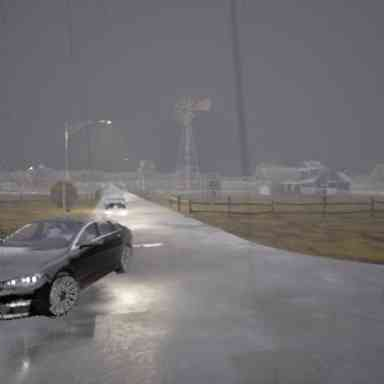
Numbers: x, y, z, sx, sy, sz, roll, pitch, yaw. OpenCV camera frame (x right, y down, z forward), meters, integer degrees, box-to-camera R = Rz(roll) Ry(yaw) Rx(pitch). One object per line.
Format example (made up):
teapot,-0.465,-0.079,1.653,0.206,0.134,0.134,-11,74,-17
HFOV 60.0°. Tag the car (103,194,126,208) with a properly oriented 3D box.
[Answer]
car,-7.186,0.852,30.978,2.033,1.411,5.357,-1,1,-14

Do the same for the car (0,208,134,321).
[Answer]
car,-2.743,1.294,7.077,2.128,1.511,4.902,0,0,9
